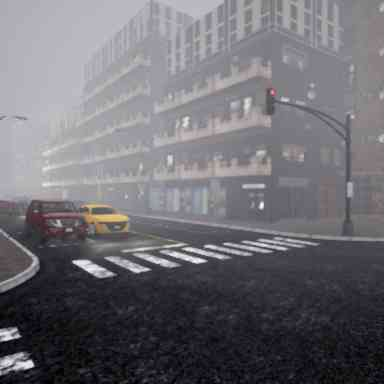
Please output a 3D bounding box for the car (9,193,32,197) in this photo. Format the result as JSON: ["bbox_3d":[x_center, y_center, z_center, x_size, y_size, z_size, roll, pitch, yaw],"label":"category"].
[{"bbox_3d":[-29.627,1.418,57.625,2.033,1.411,5.357,0,0,-37],"label":"car"}]

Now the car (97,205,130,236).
[{"bbox_3d":[-5.109,1.450,18.339,1.882,1.535,5.008,0,0,-36],"label":"car"}]

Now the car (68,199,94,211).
[{"bbox_3d":[-13.163,1.516,39.315,1.802,1.307,4.206,0,0,-36],"label":"car"}]

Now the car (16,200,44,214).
[{"bbox_3d":[-16.947,1.514,34.686,1.895,1.301,4.718,0,0,-36],"label":"car"}]

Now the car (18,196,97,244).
[{"bbox_3d":[-6.646,1.279,16.051,2.192,1.841,5.009,1,0,-36],"label":"car"}]

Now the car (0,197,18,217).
[{"bbox_3d":[-16.622,1.457,29.809,1.887,1.381,4.507,0,0,-36],"label":"car"}]

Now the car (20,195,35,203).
[{"bbox_3d":[-33.111,1.315,66.831,1.967,1.590,4.097,0,0,-36],"label":"car"}]

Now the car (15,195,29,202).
[{"bbox_3d":[-36.435,1.424,71.415,2.008,1.369,4.403,0,0,-36],"label":"car"}]

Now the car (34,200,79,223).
[{"bbox_3d":[-10.695,1.433,26.042,2.128,1.511,4.902,0,0,-36],"label":"car"}]

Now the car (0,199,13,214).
[{"bbox_3d":[-19.947,1.463,34.395,1.947,1.339,4.313,0,0,-36],"label":"car"}]
